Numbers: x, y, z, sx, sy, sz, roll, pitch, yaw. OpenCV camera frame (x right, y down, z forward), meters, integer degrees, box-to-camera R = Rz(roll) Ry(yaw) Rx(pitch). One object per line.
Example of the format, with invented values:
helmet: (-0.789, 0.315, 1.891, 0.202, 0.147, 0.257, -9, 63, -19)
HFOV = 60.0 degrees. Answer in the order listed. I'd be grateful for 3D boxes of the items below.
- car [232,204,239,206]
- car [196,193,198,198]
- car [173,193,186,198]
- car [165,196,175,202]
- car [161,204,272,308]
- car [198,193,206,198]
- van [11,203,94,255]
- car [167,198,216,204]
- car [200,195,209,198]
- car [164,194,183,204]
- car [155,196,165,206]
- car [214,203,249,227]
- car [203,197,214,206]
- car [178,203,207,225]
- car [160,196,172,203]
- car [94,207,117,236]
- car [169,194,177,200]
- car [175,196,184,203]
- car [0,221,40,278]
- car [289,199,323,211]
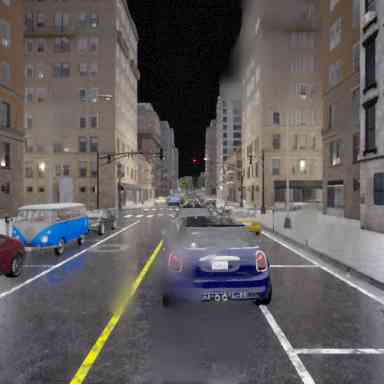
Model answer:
car: (2.683, 1.525, 18.507, 1.752, 1.417, 4.829, 0, 0, 0)
car: (2.819, 1.306, 84.710, 2.192, 1.841, 5.009, 0, 0, 0)
car: (-2.692, 1.218, 60.483, 2.150, 2.045, 5.566, 0, 0, 1)
car: (-5.218, 1.543, 79.042, 2.008, 1.369, 4.403, 0, 0, 0)
car: (0.321, 1.352, 8.158, 2.097, 1.767, 4.553, 0, 0, -5)
car: (2.794, 1.434, 73.346, 1.967, 1.590, 4.097, 0, 0, 0)
van: (-5.365, 1.340, 12.948, 1.690, 1.788, 3.998, 0, 0, 0)
car: (0.110, 1.351, 15.425, 2.097, 1.767, 4.553, 0, 0, 0)
car: (2.745, 1.549, 50.620, 2.008, 1.369, 4.403, 0, 0, 0)
car: (-2.734, 1.476, 50.495, 1.882, 1.535, 5.008, 0, 0, 0)
car: (-5.268, 1.523, 56.147, 1.752, 1.417, 4.829, 0, 0, 0)
car: (2.689, 1.550, 23.744, 2.008, 1.369, 4.403, 0, 0, 0)
car: (2.758, 1.580, 56.301, 1.802, 1.307, 4.206, 0, 0, 0)
car: (0.071, 1.563, 25.086, 1.994, 1.385, 4.181, 0, 0, 0)
car: (-5.243, 1.561, 67.679, 1.947, 1.339, 4.313, 0, 0, 0)
car: (-5.352, 1.550, 18.354, 2.008, 1.369, 4.403, 0, 0, 0)
car: (-5.194, 1.429, 90.404, 1.967, 1.590, 4.097, 0, 0, 0)
car: (-2.599, 1.519, 70.589, 1.812, 1.442, 4.674, 0, 0, 0)
car: (-5.378, 1.581, 7.541, 1.802, 1.307, 4.206, 0, 0, 0)
car: (13.673, 1.515, 38.359, 4.718, 1.301, 1.895, 0, 0, 0)
